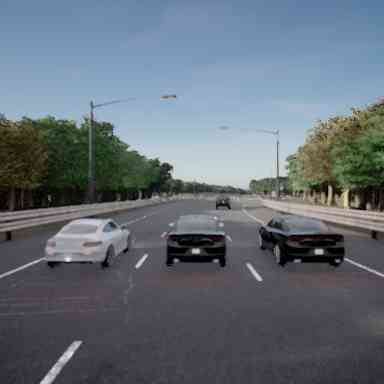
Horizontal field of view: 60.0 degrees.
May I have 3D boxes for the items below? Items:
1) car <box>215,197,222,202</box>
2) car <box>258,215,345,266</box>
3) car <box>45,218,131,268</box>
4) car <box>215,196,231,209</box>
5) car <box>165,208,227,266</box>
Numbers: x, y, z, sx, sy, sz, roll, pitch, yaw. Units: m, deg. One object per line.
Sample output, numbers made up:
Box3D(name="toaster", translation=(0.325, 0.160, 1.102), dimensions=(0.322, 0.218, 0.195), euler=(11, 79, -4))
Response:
Box3D(name="car", translation=(7.556, 2.184, 93.096), dimensions=(1.895, 1.301, 4.718), euler=(0, 0, 5))
Box3D(name="car", translation=(3.655, 1.563, 11.937), dimensions=(1.882, 1.535, 5.008), euler=(0, 0, 1))
Box3D(name="car", translation=(-3.353, 1.602, 11.398), dimensions=(1.812, 1.442, 4.674), euler=(0, 0, 1))
Box3D(name="car", translation=(4.701, 1.573, 50.839), dimensions=(2.150, 2.045, 5.566), euler=(0, 0, 3))
Box3D(name="car", translation=(0.157, 1.560, 11.984), dimensions=(1.882, 1.535, 5.008), euler=(0, 0, 1))
